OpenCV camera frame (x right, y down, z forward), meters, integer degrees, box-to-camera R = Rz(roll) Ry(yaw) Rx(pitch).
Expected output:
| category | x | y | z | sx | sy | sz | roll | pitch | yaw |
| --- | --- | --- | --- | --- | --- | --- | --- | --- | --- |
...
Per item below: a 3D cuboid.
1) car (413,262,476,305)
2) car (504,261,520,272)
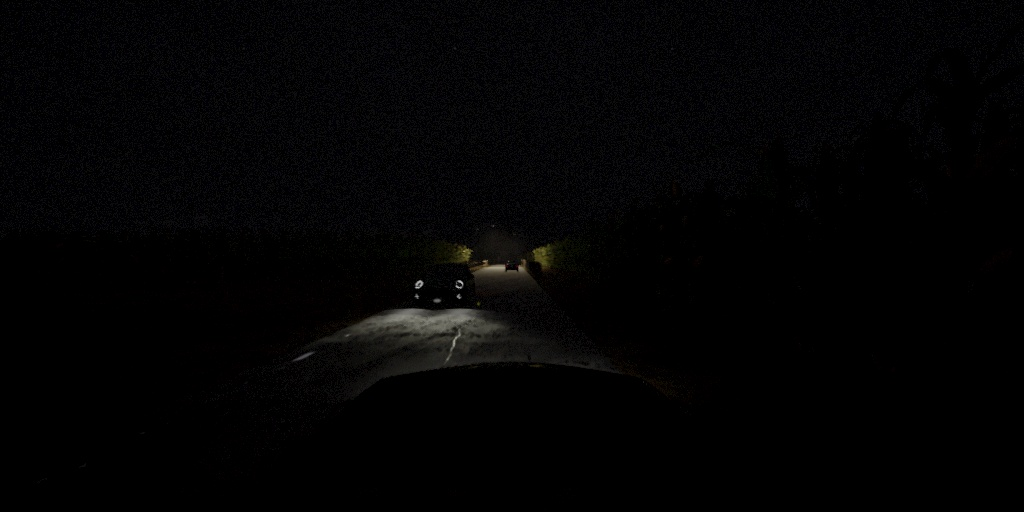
| category | x | y | z | sx | sy | sz | roll | pitch | yaw |
| --- | --- | --- | --- | --- | --- | --- | --- | --- | --- |
| car | -2.807 | 1.096 | 15.776 | 2.097 | 1.767 | 4.553 | 0 | 0 | 0 |
| car | -0.009 | 1.324 | 46.305 | 2.033 | 1.411 | 5.357 | 0 | 0 | 0 |
